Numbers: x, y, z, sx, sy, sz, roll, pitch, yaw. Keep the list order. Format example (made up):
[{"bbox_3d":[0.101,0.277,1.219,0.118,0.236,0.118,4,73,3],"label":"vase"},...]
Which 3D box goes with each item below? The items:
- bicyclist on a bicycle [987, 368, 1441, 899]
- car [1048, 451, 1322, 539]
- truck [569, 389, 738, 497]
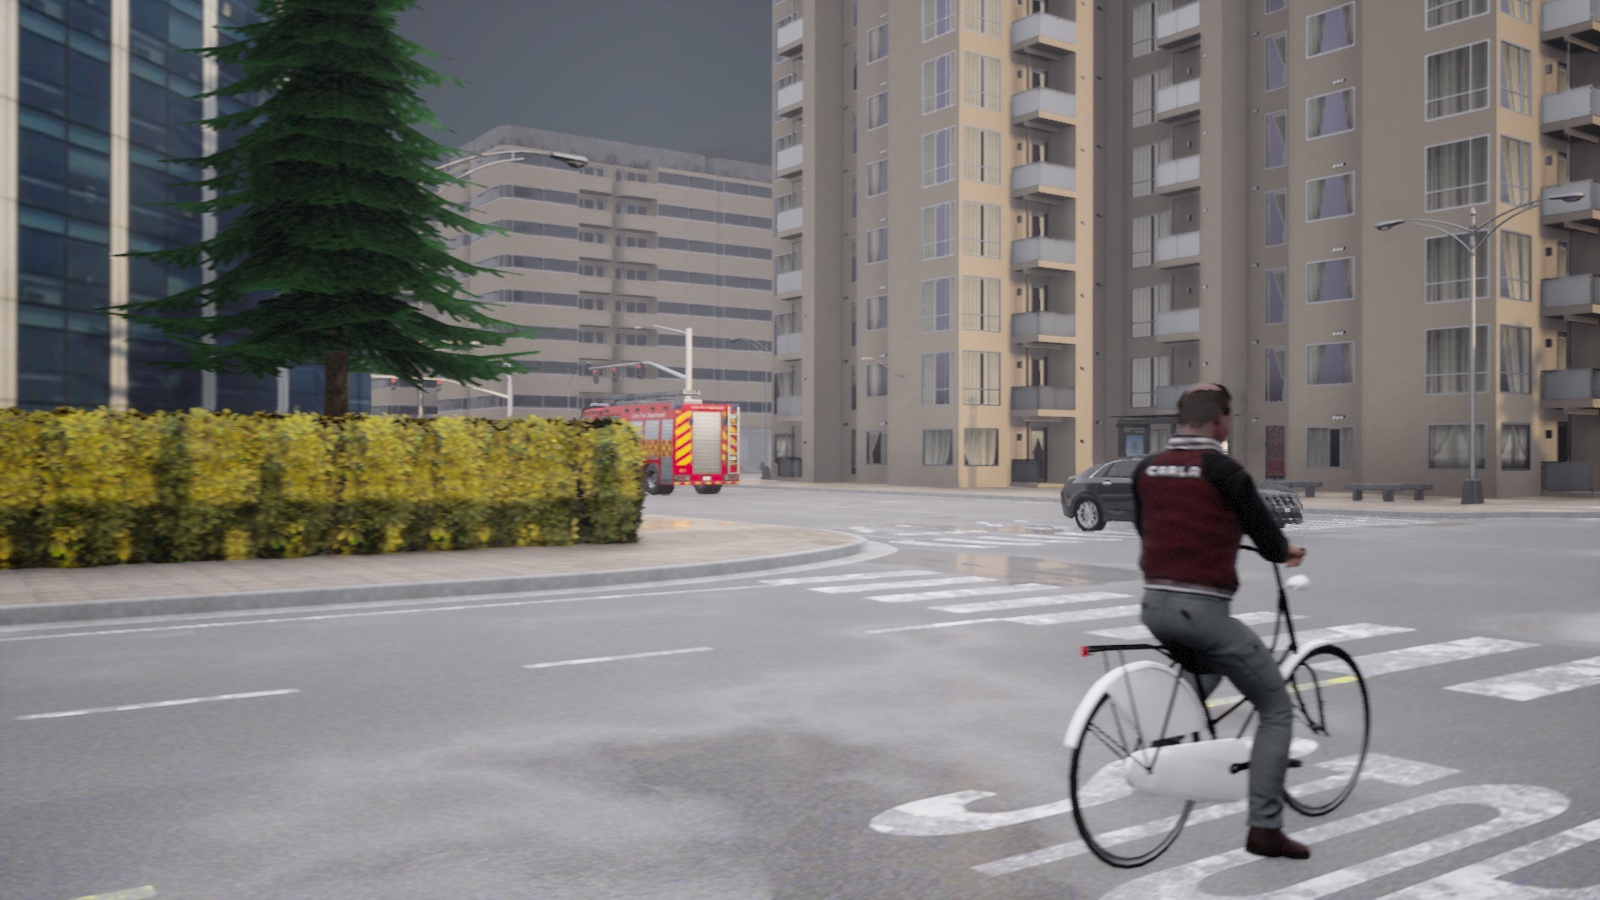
[{"bbox_3d":[1.626,0.624,4.791,1.843,1.776,0.659,0,0,-35],"label":"bicyclist on a bicycle"},{"bbox_3d":[7.193,0.824,23.988,1.837,1.490,4.892,0,-1,-35],"label":"car"},{"bbox_3d":[-5.896,-0.232,48.987,2.891,3.827,8.468,0,0,-35],"label":"truck"}]
